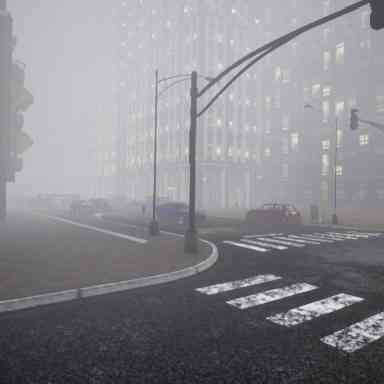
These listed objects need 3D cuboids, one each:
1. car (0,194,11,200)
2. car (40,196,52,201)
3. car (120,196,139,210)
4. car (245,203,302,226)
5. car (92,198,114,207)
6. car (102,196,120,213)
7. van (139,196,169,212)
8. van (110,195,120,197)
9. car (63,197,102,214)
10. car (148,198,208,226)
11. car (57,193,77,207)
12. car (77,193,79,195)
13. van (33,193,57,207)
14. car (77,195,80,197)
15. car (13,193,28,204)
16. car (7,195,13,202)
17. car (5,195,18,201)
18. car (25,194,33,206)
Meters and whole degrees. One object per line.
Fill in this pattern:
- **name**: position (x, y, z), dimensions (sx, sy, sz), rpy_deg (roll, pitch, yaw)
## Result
- **car**: position (-46.776, 1.365, 83.417), dimensions (1.752, 1.417, 4.829), rpy_deg (1, -1, -35)
- **car**: position (-36.771, 1.570, 83.796), dimensions (1.802, 1.307, 4.206), rpy_deg (1, -1, -35)
- **car**: position (-7.343, 1.584, 42.343), dimensions (2.008, 1.369, 4.403), rpy_deg (1, -1, -35)
- **car**: position (5.738, 1.505, 23.920), dimensions (1.967, 1.590, 4.097), rpy_deg (1, -1, -35)
- **car**: position (-13.883, 1.586, 51.555), dimensions (1.947, 1.339, 4.313), rpy_deg (1, -1, -35)
- **car**: position (-9.979, 1.428, 36.068), dimensions (1.837, 1.490, 4.892), rpy_deg (1, -1, -35)
- **van**: position (-4.069, 1.382, 37.739), dimensions (1.690, 1.788, 3.998), rpy_deg (1, -1, -35)
- **van**: position (-10.608, 1.368, 46.951), dimensions (1.690, 1.788, 3.998), rpy_deg (1, -1, -35)
- **car**: position (-10.906, 1.427, 32.887), dimensions (2.008, 1.369, 4.403), rpy_deg (1, -1, -35)
- **car**: position (-0.884, 1.424, 23.245), dimensions (1.882, 1.535, 5.008), rpy_deg (1, -1, -35)
- **car**: position (-19.559, 1.124, 49.734), dimensions (2.150, 2.045, 5.566), rpy_deg (1, -1, -35)
- **car**: position (-20.524, 1.181, 56.276), dimensions (2.150, 2.045, 5.566), rpy_deg (1, -1, -35)
- **van**: position (-20.711, 1.197, 46.707), dimensions (1.690, 1.788, 3.998), rpy_deg (1, -1, -35)
- **car**: position (-14.464, 1.519, 47.811), dimensions (2.033, 1.411, 5.357), rpy_deg (1, -1, -35)
- **car**: position (-30.520, 1.155, 60.525), dimensions (2.192, 1.841, 5.009), rpy_deg (1, -1, -35)
- **car**: position (-37.063, 1.396, 69.735), dimensions (1.947, 1.339, 4.313), rpy_deg (1, -1, -35)
- **car**: position (-40.332, 1.378, 74.341), dimensions (2.008, 1.369, 4.403), rpy_deg (1, -1, -35)
- **car**: position (-23.985, 1.432, 51.311), dimensions (1.802, 1.307, 4.206), rpy_deg (1, -1, -35)
